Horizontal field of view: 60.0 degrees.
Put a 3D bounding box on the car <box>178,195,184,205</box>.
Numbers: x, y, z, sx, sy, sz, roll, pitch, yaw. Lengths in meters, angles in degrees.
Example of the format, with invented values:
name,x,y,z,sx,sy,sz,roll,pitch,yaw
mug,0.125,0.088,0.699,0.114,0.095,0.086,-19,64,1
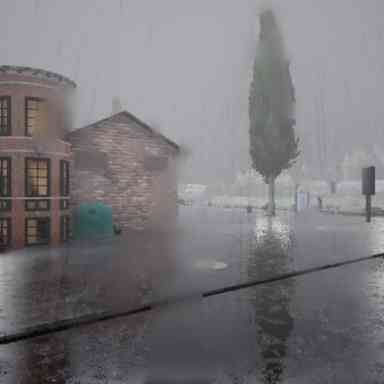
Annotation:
name,x,y,z,sx,sy,sz,roll,pitch,yaw
car,-3.321,1.352,59.117,2.097,1.767,4.553,0,0,-36

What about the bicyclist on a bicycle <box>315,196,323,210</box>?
name,x,y,z,sx,sy,sz,roll,pitch,yaw
bicyclist on a bicycle,15.376,1.349,40.196,1.656,1.620,0.582,0,0,-36
